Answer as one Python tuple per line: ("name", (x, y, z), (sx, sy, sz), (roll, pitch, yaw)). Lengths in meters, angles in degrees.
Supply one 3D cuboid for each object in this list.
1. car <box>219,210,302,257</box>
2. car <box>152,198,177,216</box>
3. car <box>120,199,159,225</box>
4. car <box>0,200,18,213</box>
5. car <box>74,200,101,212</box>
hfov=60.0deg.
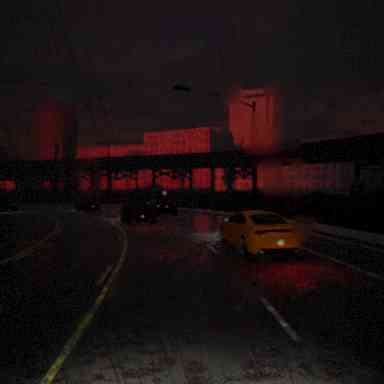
("car", (2.422, 1.448, 12.929), (1.882, 1.535, 5.008), (0, 0, -9))
("car", (-3.073, 1.307, 30.801), (2.097, 1.767, 4.553), (-1, 0, -25))
("car", (-4.099, 1.466, 24.413), (1.882, 1.535, 5.008), (0, 0, -19))
("car", (-23.295, 1.748, 40.927), (5.357, 1.411, 2.033), (-1, 0, 44))
("car", (-12.390, 1.594, 39.272), (1.994, 1.385, 4.181), (-1, 0, -37))
